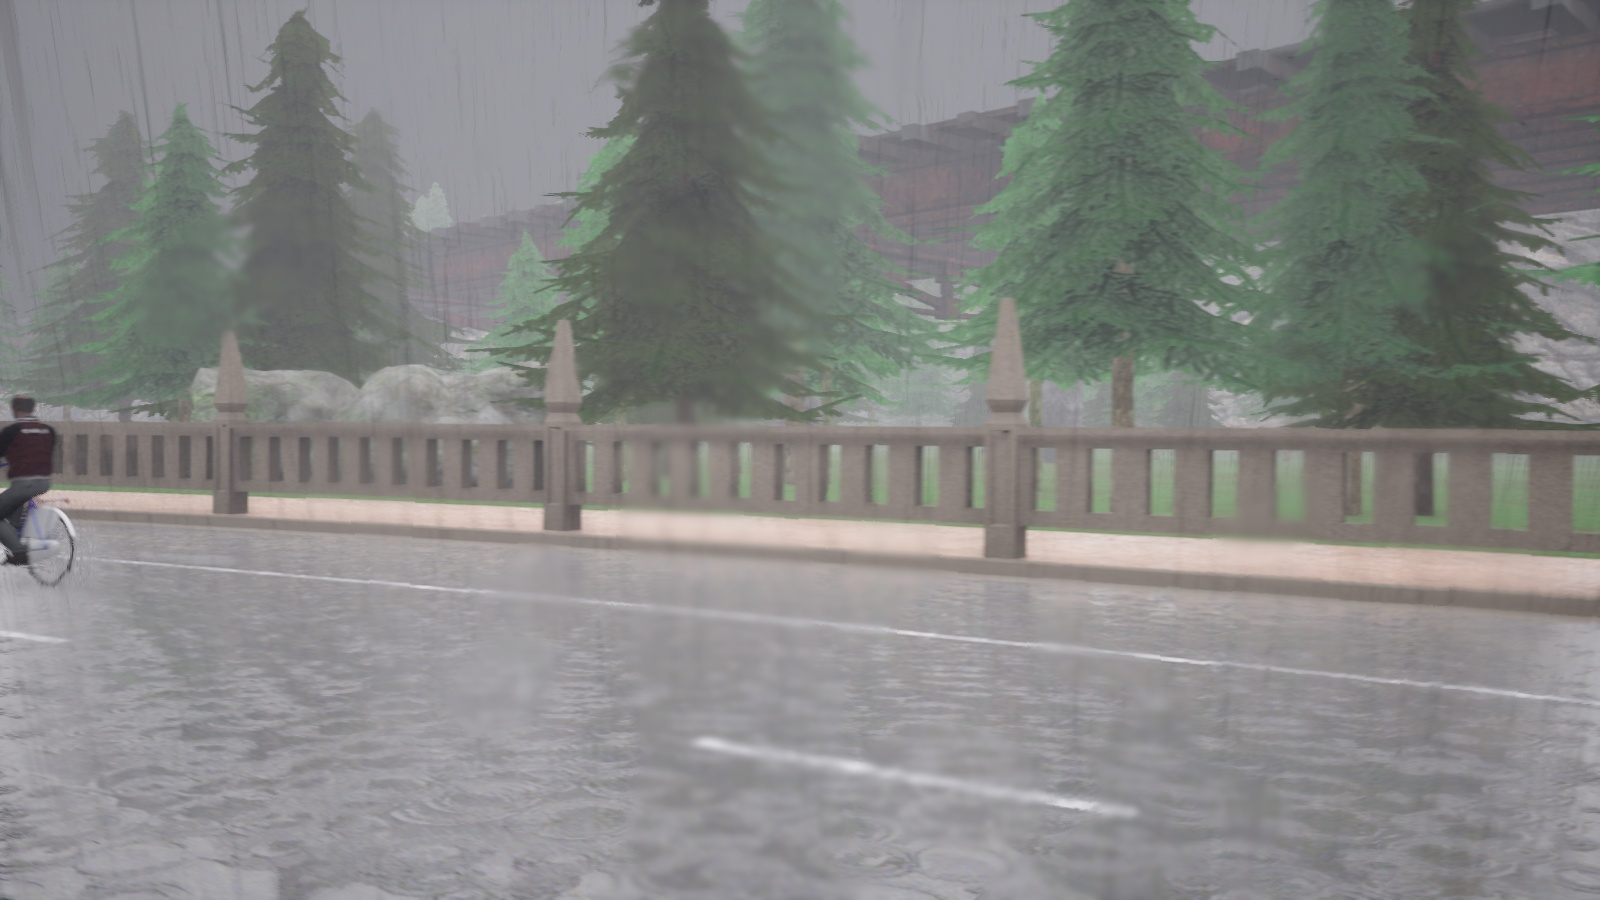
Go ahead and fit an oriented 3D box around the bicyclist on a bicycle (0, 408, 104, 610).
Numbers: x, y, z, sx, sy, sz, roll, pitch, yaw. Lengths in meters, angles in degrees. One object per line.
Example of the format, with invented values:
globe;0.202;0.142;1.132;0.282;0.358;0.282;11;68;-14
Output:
bicyclist on a bicycle;-7.428;0.507;11.730;1.843;1.776;0.659;0;1;27
